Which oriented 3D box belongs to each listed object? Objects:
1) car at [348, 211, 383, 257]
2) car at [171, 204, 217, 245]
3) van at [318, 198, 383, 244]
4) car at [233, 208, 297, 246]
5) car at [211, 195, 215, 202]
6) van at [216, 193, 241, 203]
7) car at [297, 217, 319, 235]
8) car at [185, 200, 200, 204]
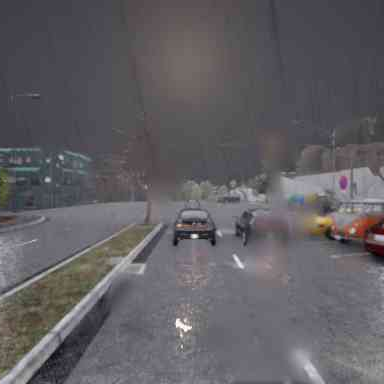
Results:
[{"bbox_3d":[8.094,1.526,11.237,4.792,1.488,2.163,1,0,-20],"label":"car"},{"bbox_3d":[0.099,1.514,15.492,1.837,1.490,4.892,0,-1,0],"label":"car"},{"bbox_3d":[7.962,1.273,14.164,4.442,1.987,1.878,1,0,-20],"label":"van"},{"bbox_3d":[3.097,1.514,15.432,1.837,1.490,4.892,0,0,0],"label":"car"},{"bbox_3d":[8.088,1.823,87.347,4.553,1.767,2.185,1,-1,-20],"label":"car"},{"bbox_3d":[7.953,1.279,69.433,4.442,1.987,1.878,1,-1,-20],"label":"van"},{"bbox_3d":[7.895,1.498,17.123,5.366,1.575,1.946,1,0,-20],"label":"car"},{"bbox_3d":[0.080,1.607,40.545,1.994,1.385,4.181,-1,0,0],"label":"car"}]
